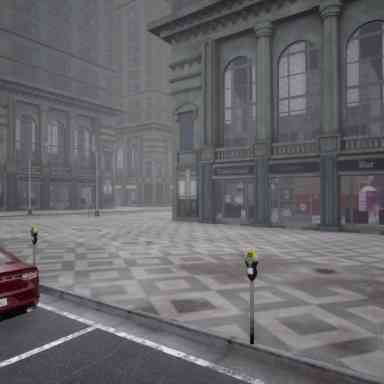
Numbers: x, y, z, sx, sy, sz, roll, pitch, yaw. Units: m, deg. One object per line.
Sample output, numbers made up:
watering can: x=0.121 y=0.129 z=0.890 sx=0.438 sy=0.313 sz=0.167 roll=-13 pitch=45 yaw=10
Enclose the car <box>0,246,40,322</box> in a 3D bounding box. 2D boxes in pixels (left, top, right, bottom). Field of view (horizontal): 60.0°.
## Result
car: x=-4.713 y=1.546 z=6.316 sx=4.507 sy=1.381 sz=1.887 roll=0 pitch=0 yaw=35
